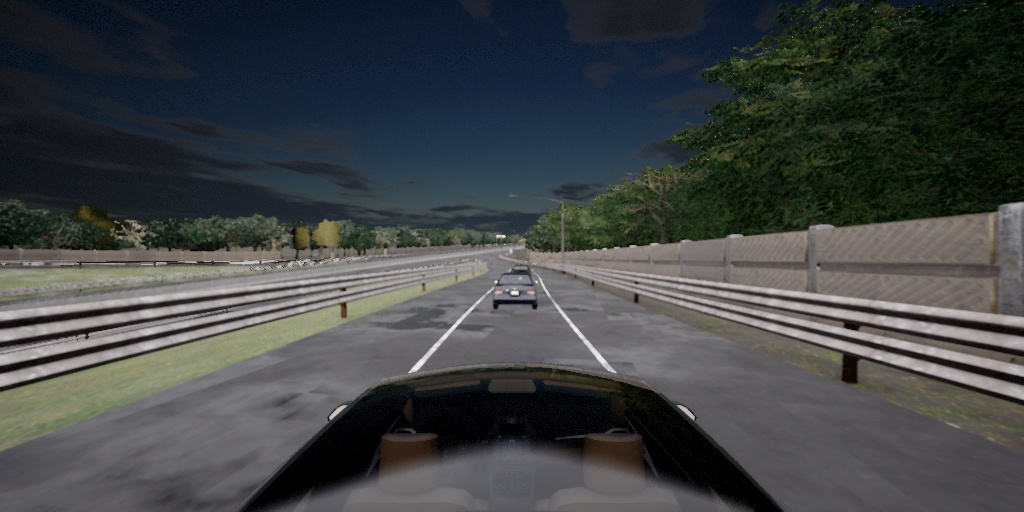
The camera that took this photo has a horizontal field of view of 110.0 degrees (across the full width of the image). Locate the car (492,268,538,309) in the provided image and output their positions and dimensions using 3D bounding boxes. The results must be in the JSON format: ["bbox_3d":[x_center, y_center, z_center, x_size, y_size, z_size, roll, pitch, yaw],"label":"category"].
[{"bbox_3d":[0.165,1.424,15.714,2.033,1.411,5.357,0,0,2],"label":"car"}]

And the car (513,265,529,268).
[{"bbox_3d":[0.804,1.523,30.974,1.837,1.490,4.892,0,0,3],"label":"car"}]
